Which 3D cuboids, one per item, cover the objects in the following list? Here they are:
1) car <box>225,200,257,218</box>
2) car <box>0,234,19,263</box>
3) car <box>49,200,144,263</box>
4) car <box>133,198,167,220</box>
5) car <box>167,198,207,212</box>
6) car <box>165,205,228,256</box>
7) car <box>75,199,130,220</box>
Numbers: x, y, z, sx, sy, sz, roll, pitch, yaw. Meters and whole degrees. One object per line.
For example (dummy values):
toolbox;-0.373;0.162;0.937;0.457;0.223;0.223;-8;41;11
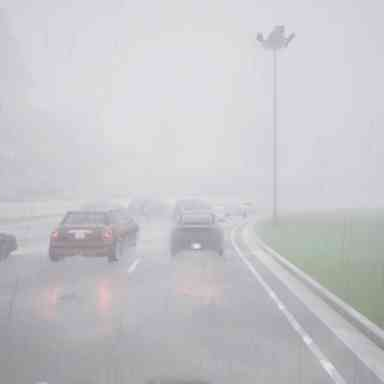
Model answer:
car;4.307;1.470;29.244;1.812;1.442;4.674;0;0;26
car;-6.886;1.530;8.905;2.033;1.411;5.357;0;0;1
car;-3.294;1.328;12.082;2.097;1.767;4.553;0;0;2
car;-3.641;1.298;28.222;2.097;1.767;4.553;0;0;20
car;0.059;1.298;28.162;2.097;1.767;4.553;0;0;21
car;0.244;1.480;13.093;1.837;1.490;4.892;0;0;2
car;-7.530;1.437;28.556;2.128;1.511;4.902;0;0;19
